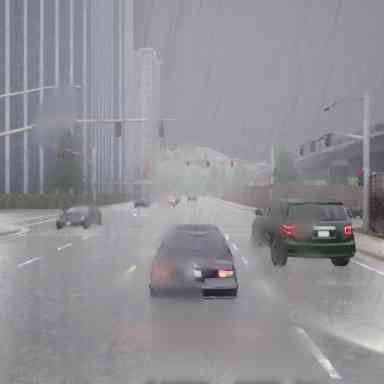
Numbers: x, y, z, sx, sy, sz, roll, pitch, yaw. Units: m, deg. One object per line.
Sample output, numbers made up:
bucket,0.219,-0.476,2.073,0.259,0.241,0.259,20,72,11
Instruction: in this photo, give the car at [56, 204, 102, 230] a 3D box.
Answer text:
car,-7.094,1.545,21.407,1.812,1.442,4.674,0,0,0

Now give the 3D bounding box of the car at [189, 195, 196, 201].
car,0.024,1.500,88.874,1.837,1.490,4.892,0,0,0

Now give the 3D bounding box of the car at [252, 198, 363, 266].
car,3.574,1.221,11.645,2.150,2.045,5.566,0,0,1

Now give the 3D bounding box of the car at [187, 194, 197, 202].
car,0.021,1.355,78.630,2.097,1.767,4.553,0,0,0

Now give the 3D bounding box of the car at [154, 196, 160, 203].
car,-7.023,1.492,65.124,2.128,1.511,4.902,0,0,0

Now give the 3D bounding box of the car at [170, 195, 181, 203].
car,-3.481,1.525,71.673,2.128,1.511,4.902,0,0,0

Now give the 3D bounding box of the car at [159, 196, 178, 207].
car,-3.580,1.477,52.092,1.882,1.535,5.008,0,0,0

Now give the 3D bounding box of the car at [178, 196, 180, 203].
car,-3.551,1.477,61.516,1.882,1.535,5.008,0,0,0

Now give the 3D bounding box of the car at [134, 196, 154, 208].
car,-7.086,1.600,47.568,1.895,1.301,4.718,0,0,0

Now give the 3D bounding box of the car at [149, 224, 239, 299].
car,0.057,1.547,8.611,2.033,1.411,5.357,0,0,1
